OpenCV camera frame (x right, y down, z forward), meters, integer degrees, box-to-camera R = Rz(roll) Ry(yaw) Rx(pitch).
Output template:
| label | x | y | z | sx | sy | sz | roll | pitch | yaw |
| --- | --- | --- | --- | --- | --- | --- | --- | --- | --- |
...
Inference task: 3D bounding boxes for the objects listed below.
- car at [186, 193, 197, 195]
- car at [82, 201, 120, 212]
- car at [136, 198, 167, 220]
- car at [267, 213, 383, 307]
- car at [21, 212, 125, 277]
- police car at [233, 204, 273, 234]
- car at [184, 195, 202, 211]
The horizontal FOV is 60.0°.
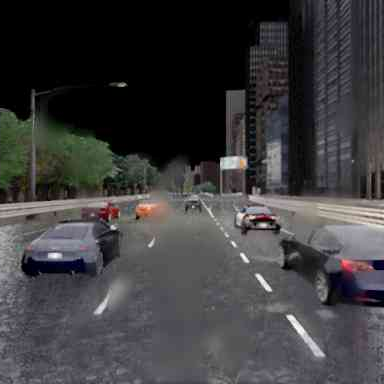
| label | x | y | z | sx | sy | sz | roll | pitch | yaw |
| --- | --- | --- | --- | --- | --- | --- | --- | --- | --- |
| car | 0.380 | 1.356 | 56.387 | 1.882 | 1.535 | 5.008 | 0 | 0 | 1 |
| car | -6.825 | 1.422 | 25.342 | 1.882 | 1.535 | 5.008 | 0 | 0 | 0 |
| car | -3.310 | 1.291 | 27.804 | 2.097 | 1.767 | 4.553 | 0 | 0 | 0 |
| car | 3.509 | 1.486 | 7.986 | 2.163 | 1.488 | 4.792 | 0 | 0 | 0 |
| car | -3.382 | 1.541 | 10.221 | 1.994 | 1.385 | 4.181 | 0 | 0 | 0 |
| police car | 3.542 | 1.464 | 18.928 | 2.038 | 1.542 | 4.974 | 0 | 0 | 0 |
| car | 0.160 | 1.417 | 39.721 | 1.837 | 1.490 | 4.892 | 0 | 0 | 0 |
